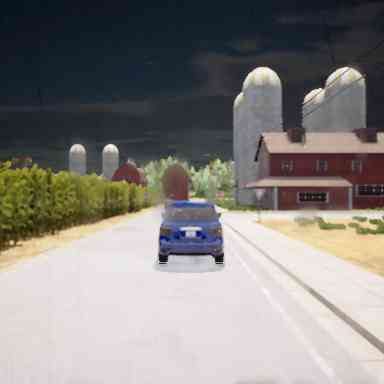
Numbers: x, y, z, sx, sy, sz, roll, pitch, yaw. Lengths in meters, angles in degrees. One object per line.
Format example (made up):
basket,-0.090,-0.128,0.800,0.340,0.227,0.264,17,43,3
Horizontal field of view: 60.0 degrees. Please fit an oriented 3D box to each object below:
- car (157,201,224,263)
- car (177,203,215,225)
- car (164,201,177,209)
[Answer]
car,-0.028,1.358,12.603,2.150,2.045,5.566,0,0,0
car,0.486,1.789,28.351,2.128,1.511,4.902,0,-1,15
car,-3.719,2.210,58.395,1.895,1.301,4.718,0,-1,0
